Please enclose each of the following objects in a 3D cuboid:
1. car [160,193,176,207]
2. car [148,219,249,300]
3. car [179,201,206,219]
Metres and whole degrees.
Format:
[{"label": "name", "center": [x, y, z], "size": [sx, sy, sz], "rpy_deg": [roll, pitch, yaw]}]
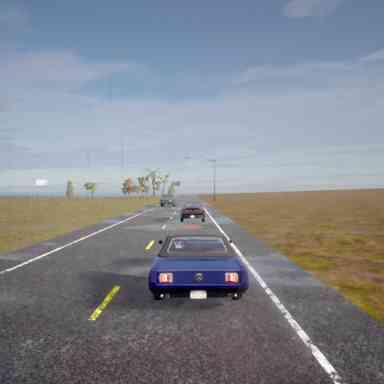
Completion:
[{"label": "car", "center": [-3.613, 1.231, 50.473], "size": [2.150, 2.045, 5.566], "rpy_deg": [0, 0, 0]}, {"label": "car", "center": [0.088, 1.603, 8.345], "size": [1.895, 1.301, 4.718], "rpy_deg": [0, 0, -1]}, {"label": "car", "center": [0.052, 1.510, 26.290], "size": [1.837, 1.490, 4.892], "rpy_deg": [0, 0, 0]}]
